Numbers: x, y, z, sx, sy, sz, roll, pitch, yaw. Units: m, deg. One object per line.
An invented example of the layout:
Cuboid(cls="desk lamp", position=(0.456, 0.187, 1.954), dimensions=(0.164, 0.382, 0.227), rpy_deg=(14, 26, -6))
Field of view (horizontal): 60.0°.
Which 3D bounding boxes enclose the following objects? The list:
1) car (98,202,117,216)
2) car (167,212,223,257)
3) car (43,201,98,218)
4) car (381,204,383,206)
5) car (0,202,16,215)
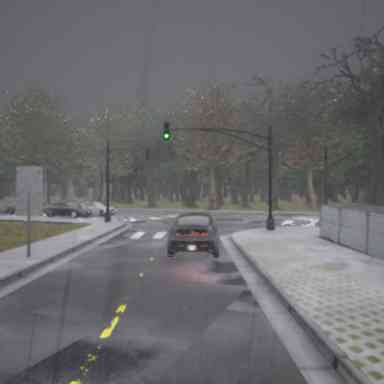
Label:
Cuboid(cls="car", position=(-9.987, 1.722, 34.511), dimensions=(4.674, 1.442, 1.812), rpy_deg=(0, -1, 25))
Cuboid(cls="car", position=(0.171, 1.581, 13.267), dimensions=(1.837, 1.490, 4.892), rpy_deg=(0, 0, 4))
Cuboid(cls="car", position=(-11.775, 1.675, 31.740), dimensions=(4.892, 1.490, 1.837), rpy_deg=(0, -1, 23))
Cuboid(cls="car", position=(16.195, 1.612, 26.950), dimensions=(4.902, 1.511, 2.128), rpy_deg=(0, -1, 22))
Cuboid(cls="car", position=(-20.817, 1.767, 35.639), dimensions=(4.181, 1.385, 1.994), rpy_deg=(0, -1, 23))
